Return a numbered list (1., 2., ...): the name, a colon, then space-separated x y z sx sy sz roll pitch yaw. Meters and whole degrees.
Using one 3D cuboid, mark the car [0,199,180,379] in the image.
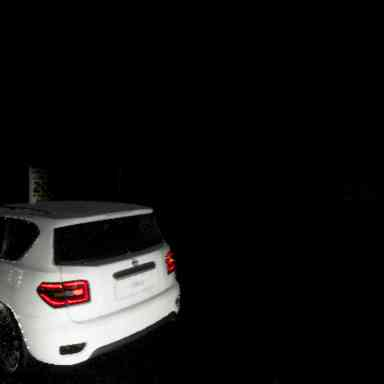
1. car: -2.721 1.175 5.698 5.566 2.045 2.150 0 3 40
